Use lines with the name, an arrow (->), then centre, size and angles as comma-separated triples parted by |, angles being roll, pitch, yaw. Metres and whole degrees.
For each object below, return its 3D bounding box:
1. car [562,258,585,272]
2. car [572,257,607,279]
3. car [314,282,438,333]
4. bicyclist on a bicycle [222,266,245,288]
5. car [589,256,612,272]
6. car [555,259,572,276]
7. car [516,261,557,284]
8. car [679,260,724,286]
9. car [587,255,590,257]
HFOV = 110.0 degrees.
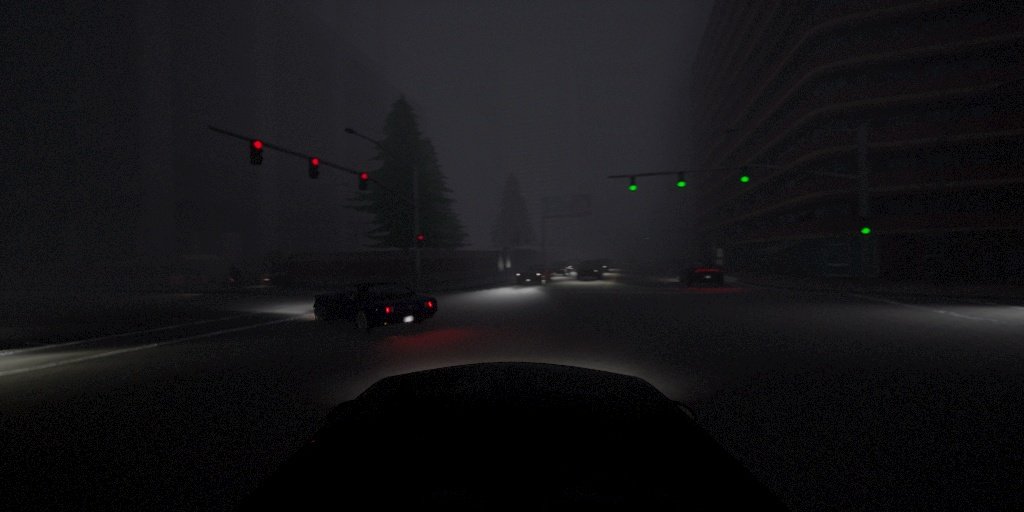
car -> 7.831, 1.074, 45.143 | 2.128, 1.511, 4.902 | -1, 0, 19
car -> 6.614, 1.087, 30.227 | 1.882, 1.535, 5.008 | -1, 0, 18
car -> -4.470, 1.467, 11.260 | 4.718, 1.301, 1.895 | -1, 0, 42
bicyclist on a bicycle -> -20.260, 1.511, 26.096 | 0.582, 1.620, 1.656 | -1, 0, 18
car -> 9.751, 1.039, 39.826 | 1.837, 1.490, 4.892 | -1, 0, 18
car -> 4.759, 1.203, 35.829 | 2.033, 1.411, 5.357 | -1, 0, 18
car -> 1.776, 1.328, 26.651 | 1.895, 1.301, 4.718 | -1, 0, 18
car -> 11.536, 0.966, 22.085 | 1.882, 1.535, 5.008 | -1, 0, 18
car -> 11.000, 1.032, 54.790 | 1.812, 1.442, 4.674 | -1, 0, 18
